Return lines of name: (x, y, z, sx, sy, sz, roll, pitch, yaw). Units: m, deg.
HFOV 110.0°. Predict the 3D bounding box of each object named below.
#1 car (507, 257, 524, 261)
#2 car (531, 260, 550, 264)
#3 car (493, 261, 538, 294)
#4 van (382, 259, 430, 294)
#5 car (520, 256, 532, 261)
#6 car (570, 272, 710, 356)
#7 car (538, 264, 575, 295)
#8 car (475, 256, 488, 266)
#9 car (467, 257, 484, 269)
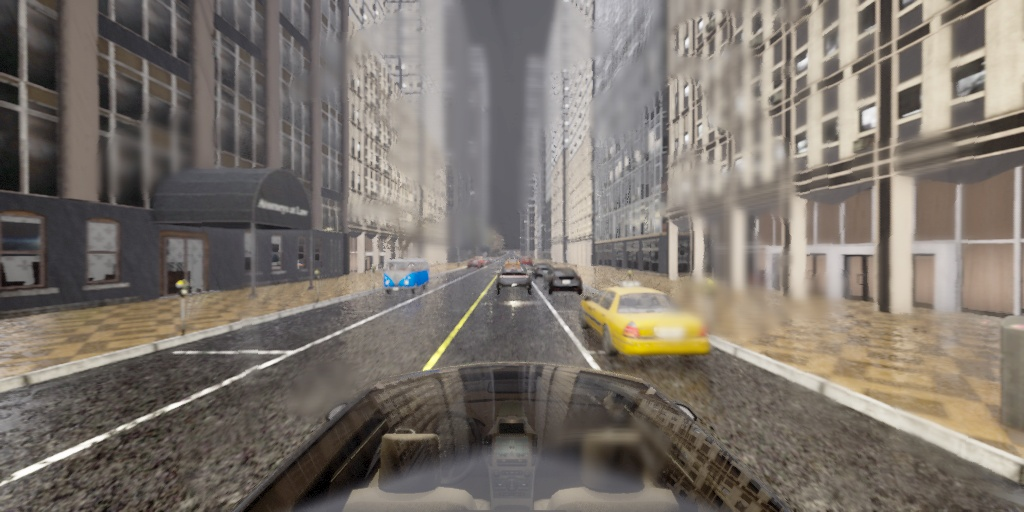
car: (0.101, 1.165, 43.632, 1.882, 1.535, 5.008, 0, 0, 0)
car: (2.689, 1.275, 31.033, 1.948, 1.339, 4.313, 0, 0, 0)
car: (0.101, 1.219, 20.139, 2.128, 1.511, 4.902, 0, 0, 0)
van: (-5.691, 1.069, 19.641, 1.690, 1.789, 3.998, 0, 0, 0)
car: (2.690, 0.953, 65.224, 2.192, 1.841, 5.009, 0, 0, 0)
car: (2.690, 1.268, 8.410, 1.751, 1.417, 4.829, 0, 0, 0)
car: (2.690, 1.294, 19.637, 1.948, 1.339, 4.313, 0, 0, 0)
car: (-5.691, 0.968, 59.529, 2.192, 1.841, 5.009, 0, 0, 0)
car: (-5.691, 1.212, 53.830, 1.888, 1.381, 4.507, 0, 0, 0)
